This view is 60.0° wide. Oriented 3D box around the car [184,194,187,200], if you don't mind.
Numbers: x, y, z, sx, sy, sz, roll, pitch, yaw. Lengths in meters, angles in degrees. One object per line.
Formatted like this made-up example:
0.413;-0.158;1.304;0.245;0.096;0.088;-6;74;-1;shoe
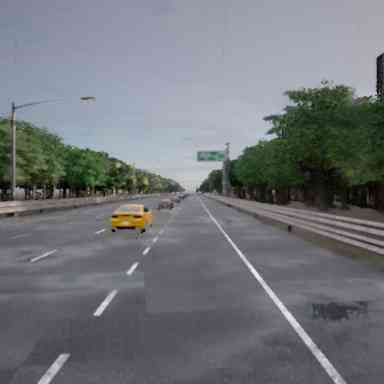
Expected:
-3.057;1.440;95.385;1.882;1.535;5.008;0;0;0;car

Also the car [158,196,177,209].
-3.387;1.532;44.159;1.812;1.442;4.674;0;0;0;car

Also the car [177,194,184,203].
-3.250;1.535;67.322;2.033;1.411;5.357;0;0;0;car

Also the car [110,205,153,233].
-3.476;1.482;19.879;1.882;1.535;5.008;0;0;0;car
